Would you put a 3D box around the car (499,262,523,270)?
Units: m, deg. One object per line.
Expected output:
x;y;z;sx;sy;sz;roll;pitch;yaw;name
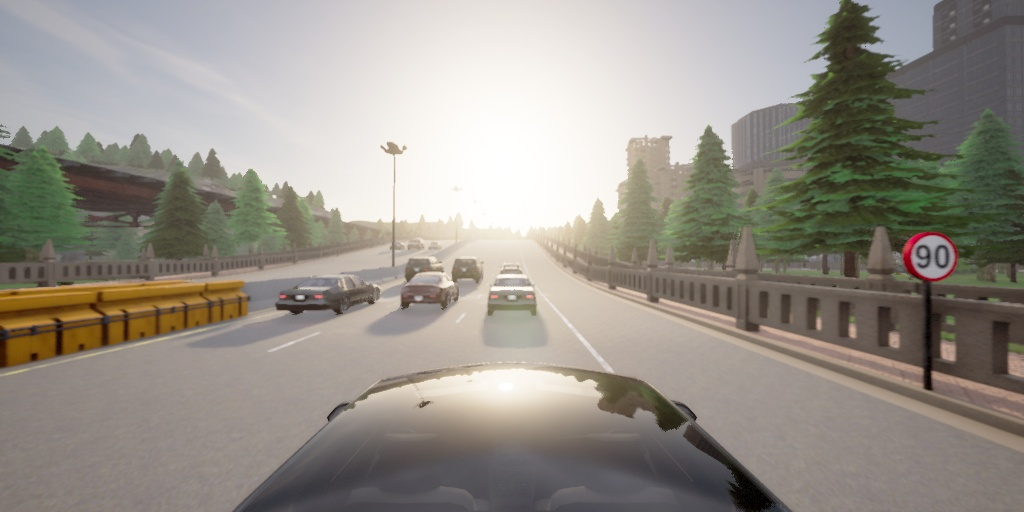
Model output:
-0.069;1.280;30.253;2.128;1.511;4.902;0;2;0;car

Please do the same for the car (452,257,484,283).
-3.572;1.042;29.294;2.150;2.045;5.566;0;2;0;car

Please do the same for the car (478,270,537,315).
0.004;1.438;14.344;2.033;1.411;5.357;0;-1;0;car

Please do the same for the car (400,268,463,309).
-3.489;1.431;15.731;1.812;1.442;4.674;0;0;0;car

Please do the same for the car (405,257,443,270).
-7.073;1.042;29.280;2.150;2.045;5.566;0;2;0;car

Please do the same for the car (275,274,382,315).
-6.995;1.438;14.357;2.033;1.411;5.357;0;-1;0;car
